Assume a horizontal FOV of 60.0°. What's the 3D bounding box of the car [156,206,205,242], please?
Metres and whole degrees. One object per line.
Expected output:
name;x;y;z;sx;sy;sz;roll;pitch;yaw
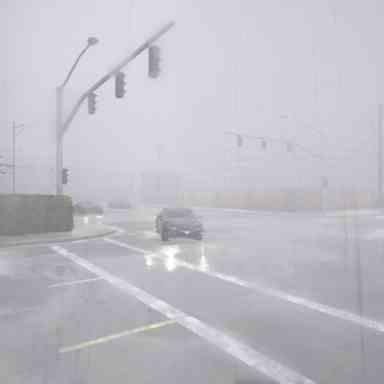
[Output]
car;-0.682;1.501;16.599;1.837;1.490;4.892;2;-1;-12

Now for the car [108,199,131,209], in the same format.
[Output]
car;-9.792;1.555;44.606;1.994;1.385;4.181;0;0;-35

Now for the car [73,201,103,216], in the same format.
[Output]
car;-10.308;1.558;32.853;1.994;1.385;4.181;0;0;-35
